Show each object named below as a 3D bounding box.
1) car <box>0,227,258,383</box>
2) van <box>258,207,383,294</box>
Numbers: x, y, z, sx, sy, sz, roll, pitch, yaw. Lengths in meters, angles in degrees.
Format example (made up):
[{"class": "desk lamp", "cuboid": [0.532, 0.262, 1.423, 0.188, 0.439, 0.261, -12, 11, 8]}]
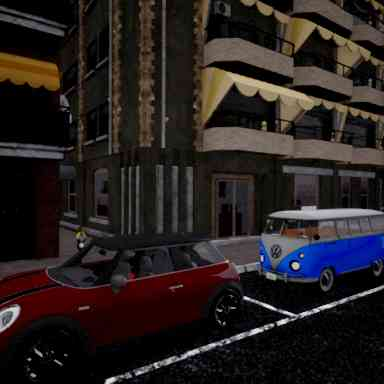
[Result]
[{"class": "car", "cuboid": [-1.172, 1.440, 5.256, 4.097, 1.590, 1.967, 0, 0, -35]}, {"class": "van", "cuboid": [3.462, 1.343, 8.557, 3.998, 1.788, 1.690, 0, 0, -35]}]
